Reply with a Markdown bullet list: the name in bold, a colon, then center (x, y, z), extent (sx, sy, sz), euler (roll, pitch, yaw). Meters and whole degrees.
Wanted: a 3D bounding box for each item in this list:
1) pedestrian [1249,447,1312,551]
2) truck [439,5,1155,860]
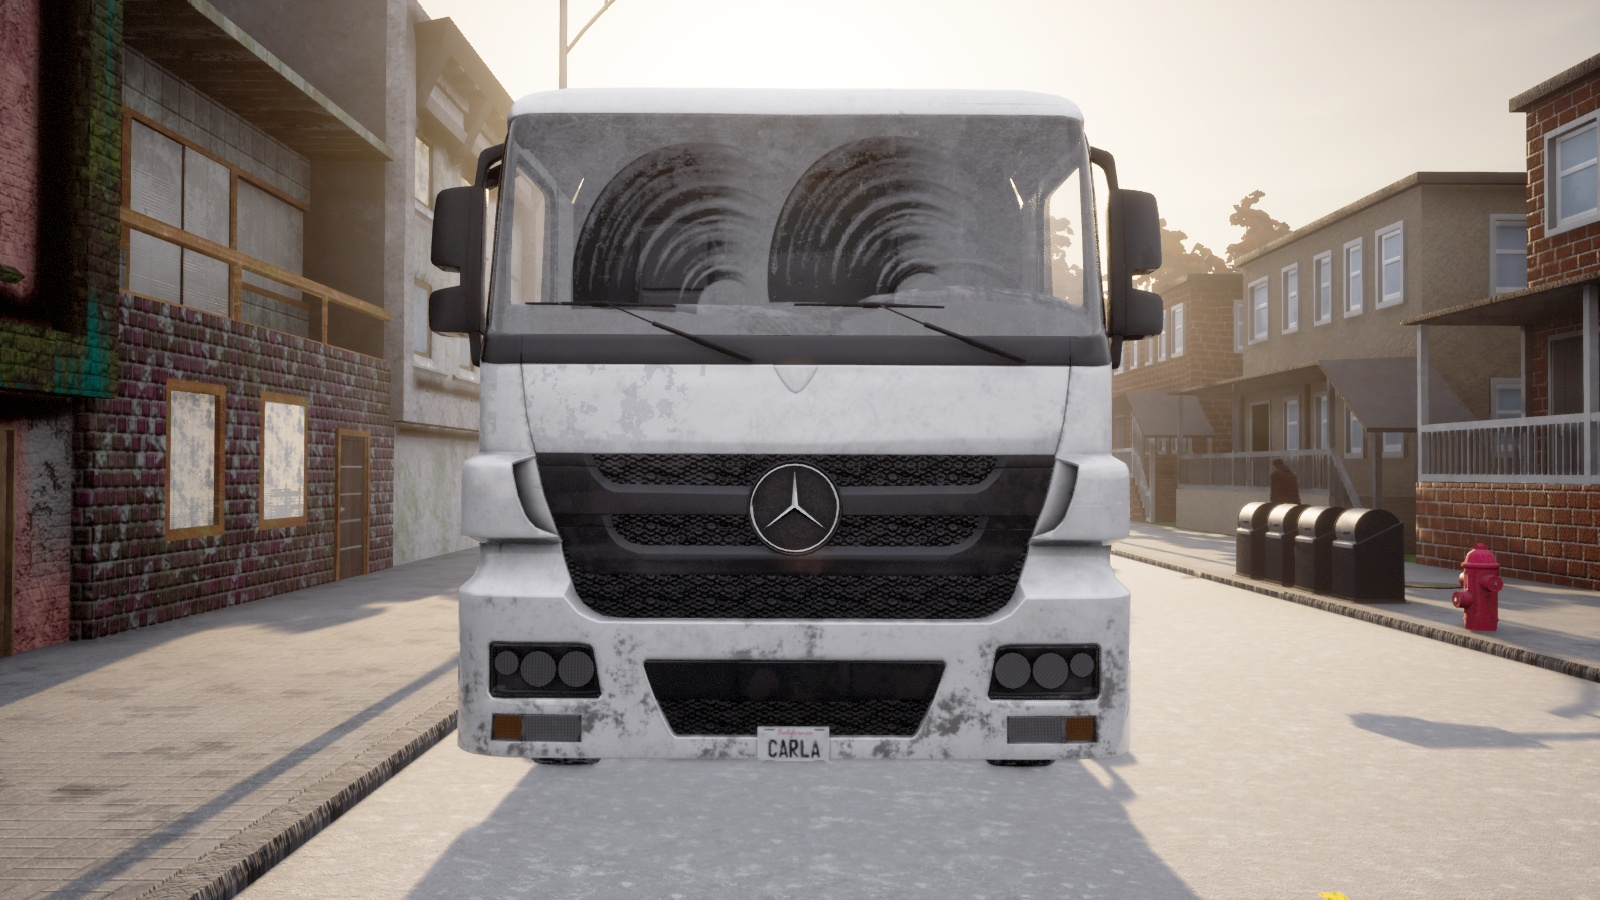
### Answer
- **pedestrian**: center (8.731, 0.872, 22.839), extent (0.634, 1.844, 0.899), euler (0, -1, -16)
- **truck**: center (-0.025, -0.015, 9.072), extent (2.891, 3.462, 7.936), euler (0, -1, 0)
